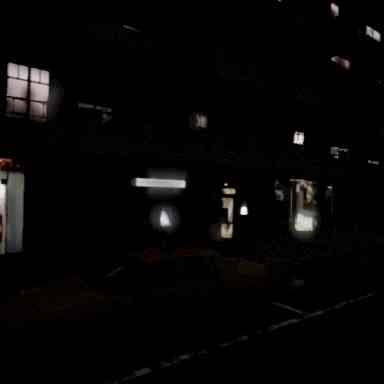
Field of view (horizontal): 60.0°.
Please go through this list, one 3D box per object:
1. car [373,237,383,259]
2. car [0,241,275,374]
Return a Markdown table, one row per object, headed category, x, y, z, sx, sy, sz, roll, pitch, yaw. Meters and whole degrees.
| category | x | y | z | sx | sy | sz | roll | pitch | yaw |
| --- | --- | --- | --- | --- | --- | --- | --- | --- | --- |
| car | 8.385 | 1.676 | 12.054 | 4.829 | 1.417 | 1.752 | 1 | 0 | -35 |
| car | -0.683 | 1.553 | 5.606 | 4.829 | 1.417 | 1.752 | 1 | 0 | -35 |
